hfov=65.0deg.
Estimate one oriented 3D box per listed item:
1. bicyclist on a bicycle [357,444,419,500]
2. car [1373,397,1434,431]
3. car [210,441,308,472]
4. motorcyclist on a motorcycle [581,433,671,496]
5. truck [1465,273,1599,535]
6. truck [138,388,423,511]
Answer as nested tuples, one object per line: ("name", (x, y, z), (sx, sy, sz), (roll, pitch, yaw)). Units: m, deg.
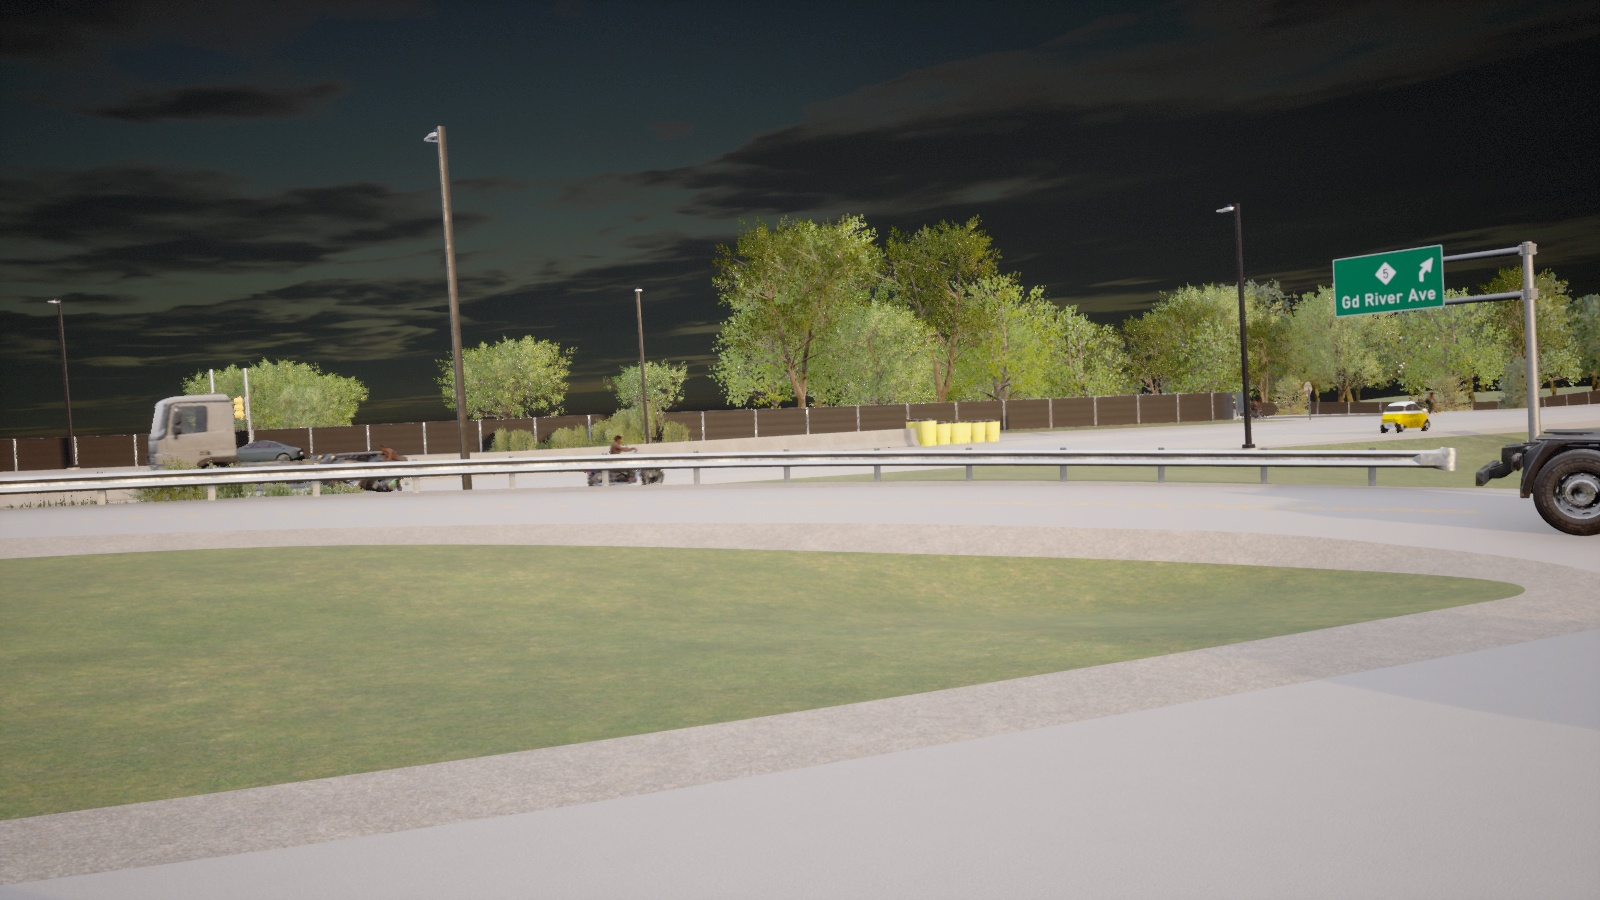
("bicyclist on a bicycle", (-12.777, 0.680, 38.959), (1.656, 1.620, 0.582), (-4, 2, -33))
("car", (26.998, -1.597, 56.178), (2.207, 1.376, 1.481), (-4, 2, -33))
("car", (-27.839, 0.321, 64.753), (4.181, 1.385, 1.994), (-2, 2, -6))
("motorcyclist on a motorcycle", (-4.931, 0.388, 35.678), (2.350, 1.649, 0.766), (-4, 2, -33))
("truck", (13.358, -0.646, 16.452), (7.936, 3.462, 2.891), (1, 4, 33))
("truck", (-16.686, -0.114, 40.611), (7.936, 3.462, 2.891), (-4, 2, -33))
